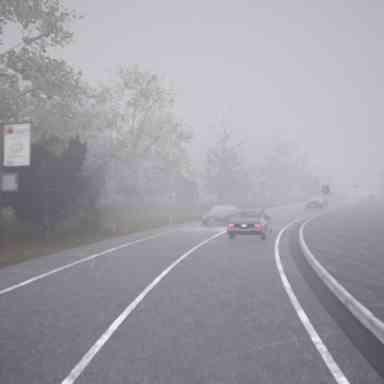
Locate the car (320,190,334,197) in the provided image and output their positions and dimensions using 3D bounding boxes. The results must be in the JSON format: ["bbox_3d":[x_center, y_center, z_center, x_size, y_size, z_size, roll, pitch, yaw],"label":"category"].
[{"bbox_3d":[24.168,0.308,59.730,2.097,1.767,4.553,-3,0,34],"label":"car"}]

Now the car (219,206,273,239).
[{"bbox_3d":[3.190,1.595,17.665,2.033,1.411,5.357,-1,0,18],"label":"car"}]

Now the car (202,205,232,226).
[{"bbox_3d":[2.278,1.678,24.716,1.812,1.442,4.674,-2,-1,24],"label":"car"}]

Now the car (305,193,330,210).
[{"bbox_3d":[14.984,1.286,39.934,1.812,1.442,4.674,-3,0,33],"label":"car"}]
